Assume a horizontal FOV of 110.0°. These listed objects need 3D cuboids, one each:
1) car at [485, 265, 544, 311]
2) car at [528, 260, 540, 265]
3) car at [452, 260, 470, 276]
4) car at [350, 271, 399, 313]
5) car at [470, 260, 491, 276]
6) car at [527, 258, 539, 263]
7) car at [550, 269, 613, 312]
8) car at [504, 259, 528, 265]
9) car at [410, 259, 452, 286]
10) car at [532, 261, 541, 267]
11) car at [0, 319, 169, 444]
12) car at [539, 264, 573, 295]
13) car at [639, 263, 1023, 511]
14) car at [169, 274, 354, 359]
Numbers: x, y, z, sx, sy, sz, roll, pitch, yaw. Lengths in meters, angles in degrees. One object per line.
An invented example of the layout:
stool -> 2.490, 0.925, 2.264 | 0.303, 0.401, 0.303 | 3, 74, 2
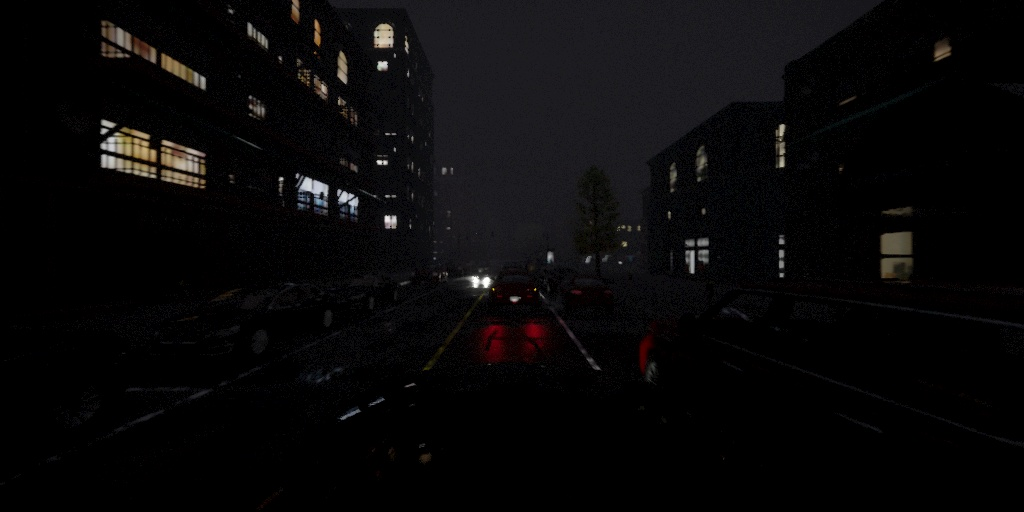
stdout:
car -> 0.086, 1.263, 14.326 | 1.812, 1.442, 4.674 | 0, 0, 0
car -> 2.685, 1.300, 30.436 | 1.948, 1.339, 4.313 | 0, 0, 0
car -> -5.696, 1.173, 35.974 | 1.967, 1.591, 4.097 | 0, 0, 0
car -> -5.692, 1.288, 13.818 | 2.007, 1.370, 4.403 | 0, 0, 0
car -> -3.102, 1.225, 37.430 | 2.128, 1.511, 4.902 | 0, 0, 0
car -> 2.683, 1.259, 41.685 | 1.751, 1.417, 4.829 | 0, 0, 0
car -> 2.688, 1.320, 13.819 | 1.802, 1.307, 4.207 | 0, 0, 0
car -> 0.084, 1.212, 30.174 | 1.882, 1.535, 5.008 | 0, 0, 0
car -> -5.695, 1.174, 24.895 | 1.967, 1.591, 4.097 | 0, 0, 0
car -> 2.686, 1.285, 24.896 | 2.007, 1.370, 4.403 | 0, 0, 0
car -> -5.690, 1.314, 2.742 | 1.948, 1.339, 4.313 | 0, 0, 0
car -> 2.687, 1.301, 19.358 | 1.948, 1.339, 4.313 | 0, 0, 0
car -> 2.691, 1.063, 2.743 | 2.192, 1.841, 5.009 | 0, 0, 0
car -> -5.691, 1.292, 8.279 | 2.007, 1.370, 4.403 | 0, 0, 0
